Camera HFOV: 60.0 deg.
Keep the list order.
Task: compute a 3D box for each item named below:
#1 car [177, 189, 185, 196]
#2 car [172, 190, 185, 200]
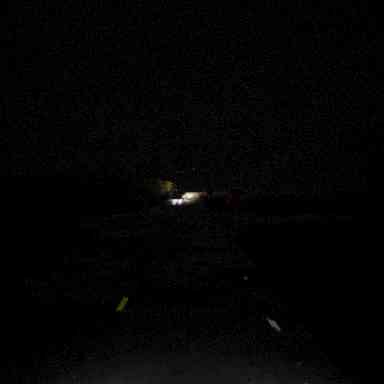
[{"bbox_3d":[-2.745,0.103,85.074,1.882,1.535,5.008,0,1,0],"label":"car"},{"bbox_3d":[-2.746,0.636,62.772,2.128,1.511,4.902,0,2,0],"label":"car"}]
